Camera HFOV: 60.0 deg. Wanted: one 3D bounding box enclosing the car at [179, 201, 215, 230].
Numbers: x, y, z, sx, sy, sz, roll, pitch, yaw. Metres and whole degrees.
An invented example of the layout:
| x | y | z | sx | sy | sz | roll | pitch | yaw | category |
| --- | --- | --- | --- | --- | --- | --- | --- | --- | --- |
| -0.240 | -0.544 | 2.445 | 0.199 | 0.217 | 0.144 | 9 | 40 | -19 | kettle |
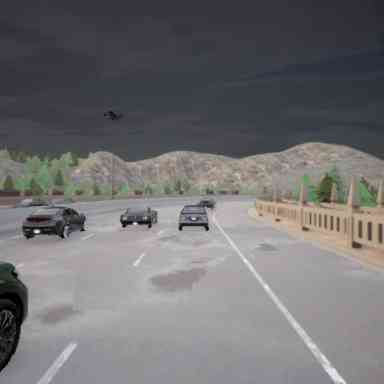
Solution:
| x | y | z | sx | sy | sz | roll | pitch | yaw | category |
| --- | --- | --- | --- | --- | --- | --- | --- | --- | --- |
| 0.107 | 1.548 | 21.167 | 2.033 | 1.411 | 5.357 | 0 | 0 | 0 | car |

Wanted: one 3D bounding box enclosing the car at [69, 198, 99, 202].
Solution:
| x | y | z | sx | sy | sz | roll | pitch | yaw | category |
| --- | --- | --- | --- | --- | --- | --- | --- | --- | --- |
| -12.656 | 1.603 | 40.693 | 1.895 | 1.301 | 4.718 | 0 | 0 | 9 | car |

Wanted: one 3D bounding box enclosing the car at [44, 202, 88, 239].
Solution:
| x | y | z | sx | sy | sz | roll | pitch | yaw | category |
| --- | --- | --- | --- | --- | --- | --- | --- | --- | --- |
| -6.900 | 1.506 | 17.222 | 1.837 | 1.490 | 4.892 | 0 | 0 | 0 | car |

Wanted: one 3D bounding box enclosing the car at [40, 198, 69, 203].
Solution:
| x | y | z | sx | sy | sz | roll | pitch | yaw | category |
| --- | --- | --- | --- | --- | --- | --- | --- | --- | --- |
| -16.138 | 1.509 | 41.028 | 1.837 | 1.490 | 4.892 | 0 | 0 | 9 | car |

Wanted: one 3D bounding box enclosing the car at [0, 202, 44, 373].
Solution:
| x | y | z | sx | sy | sz | roll | pitch | yaw | category |
| --- | --- | --- | --- | --- | --- | --- | --- | --- | --- |
| -3.400 | 1.222 | 2.366 | 2.150 | 2.045 | 5.566 | 0 | 0 | 0 | car |

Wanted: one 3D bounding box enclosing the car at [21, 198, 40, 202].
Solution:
| x | y | z | sx | sy | sz | roll | pitch | yaw | category |
| --- | --- | --- | --- | --- | --- | --- | --- | --- | --- |
| -19.728 | 1.528 | 40.699 | 1.812 | 1.442 | 4.674 | 0 | 0 | 9 | car |

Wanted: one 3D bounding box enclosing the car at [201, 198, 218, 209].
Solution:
| x | y | z | sx | sy | sz | roll | pitch | yaw | category |
| --- | --- | --- | --- | --- | --- | --- | --- | --- | --- |
| 2.081 | 1.506 | 42.508 | 1.837 | 1.490 | 4.892 | 0 | 0 | 11 | car |

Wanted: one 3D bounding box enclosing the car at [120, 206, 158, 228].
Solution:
| x | y | z | sx | sy | sz | roll | pitch | yaw | category |
| --- | --- | --- | --- | --- | --- | --- | --- | --- | --- |
| -3.383 | 1.602 | 22.181 | 1.895 | 1.301 | 4.718 | 0 | 0 | 0 | car |
